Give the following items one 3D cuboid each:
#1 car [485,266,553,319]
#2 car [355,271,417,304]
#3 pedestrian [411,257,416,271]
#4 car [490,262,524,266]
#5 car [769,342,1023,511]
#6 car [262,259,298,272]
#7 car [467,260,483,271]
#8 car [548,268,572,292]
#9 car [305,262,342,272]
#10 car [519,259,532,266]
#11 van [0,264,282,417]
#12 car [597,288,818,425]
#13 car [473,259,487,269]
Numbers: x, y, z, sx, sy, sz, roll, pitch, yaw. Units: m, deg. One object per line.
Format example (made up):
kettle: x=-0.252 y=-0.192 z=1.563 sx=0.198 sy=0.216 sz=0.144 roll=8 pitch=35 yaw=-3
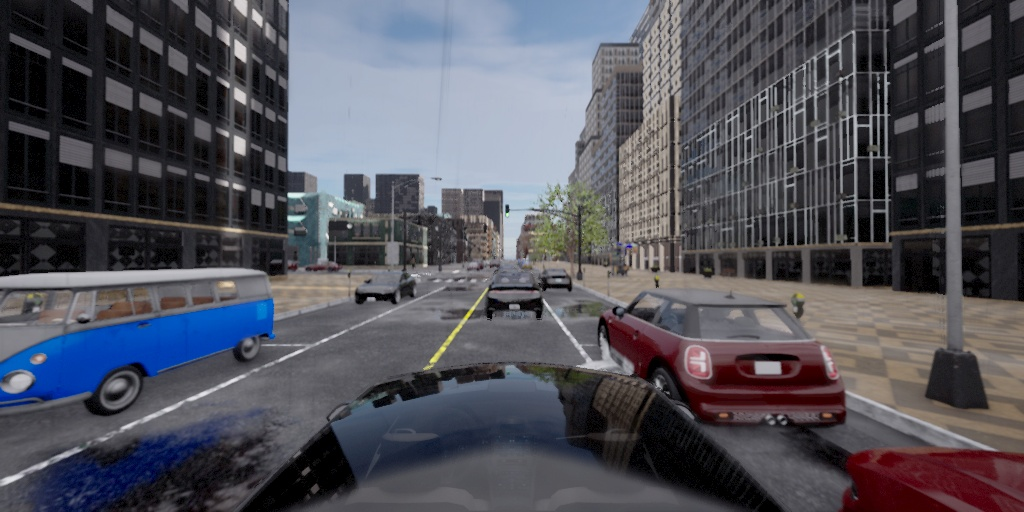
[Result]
car: x=0.070 y=1.301 z=13.046 sx=2.128 sy=1.511 sz=4.902 roll=0 pitch=0 yaw=0
car: x=-5.729 y=1.395 z=16.759 sx=1.948 sy=1.339 sz=4.313 roll=0 pitch=0 yaw=0
pedestrian: x=-12.870 y=1.023 z=46.766 sx=0.375 sy=1.860 sz=0.375 roll=0 pitch=-1 yaw=-1
car: x=-0.554 y=1.471 z=31.605 sx=1.994 sy=1.385 sz=4.181 roll=0 pitch=0 yaw=-9
car: x=2.696 y=1.287 z=0.165 sx=1.888 sy=1.381 sz=4.507 roll=0 pitch=0 yaw=0
car: x=-28.481 y=1.098 z=43.550 sx=4.097 sy=1.591 sz=1.967 roll=0 pitch=0 yaw=-1
car: x=-5.832 y=1.610 z=54.774 sx=1.802 sy=1.307 sz=4.207 roll=0 pitch=0 yaw=0
car: x=2.636 y=1.423 z=22.321 sx=1.948 sy=1.339 sz=4.313 roll=0 pitch=0 yaw=0
car: x=-22.933 y=1.309 z=43.642 sx=4.207 sy=1.307 sz=1.802 roll=0 pitch=0 yaw=-1
car: x=2.533 y=1.582 z=60.520 sx=1.751 sy=1.417 sz=4.829 roll=0 pitch=0 yaw=0
van: x=-5.699 y=1.112 z=5.681 sx=1.690 sy=1.789 sz=3.998 roll=0 pitch=0 yaw=0
car: x=2.681 y=1.210 z=5.704 sx=1.967 sy=1.591 sz=4.097 roll=0 pitch=0 yaw=0
car: x=-5.847 y=1.372 z=60.325 sx=2.192 sy=1.841 sz=5.009 roll=0 pitch=0 yaw=0
